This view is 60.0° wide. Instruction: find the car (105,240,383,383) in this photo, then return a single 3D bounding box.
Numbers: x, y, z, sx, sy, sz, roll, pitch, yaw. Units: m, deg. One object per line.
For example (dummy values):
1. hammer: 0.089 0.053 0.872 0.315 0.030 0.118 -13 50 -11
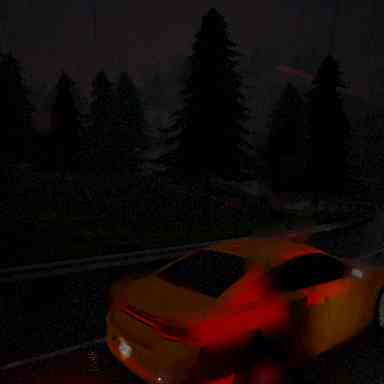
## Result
1. car: 1.236 1.470 5.014 5.008 1.535 1.882 0 0 -39
